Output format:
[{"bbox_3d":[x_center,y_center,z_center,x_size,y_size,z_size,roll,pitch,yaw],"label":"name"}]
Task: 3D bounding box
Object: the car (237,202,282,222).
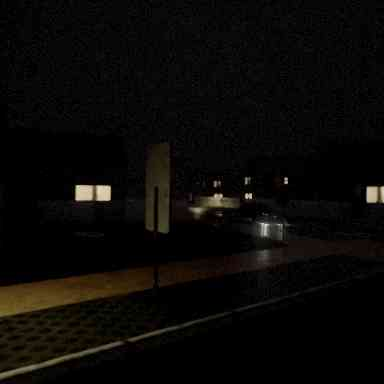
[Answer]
[{"bbox_3d":[5.382,1.610,27.195,1.837,1.490,4.892,1,0,-20],"label":"car"}]
